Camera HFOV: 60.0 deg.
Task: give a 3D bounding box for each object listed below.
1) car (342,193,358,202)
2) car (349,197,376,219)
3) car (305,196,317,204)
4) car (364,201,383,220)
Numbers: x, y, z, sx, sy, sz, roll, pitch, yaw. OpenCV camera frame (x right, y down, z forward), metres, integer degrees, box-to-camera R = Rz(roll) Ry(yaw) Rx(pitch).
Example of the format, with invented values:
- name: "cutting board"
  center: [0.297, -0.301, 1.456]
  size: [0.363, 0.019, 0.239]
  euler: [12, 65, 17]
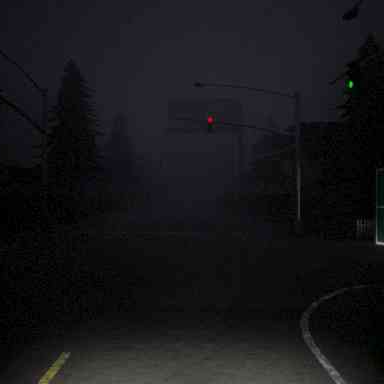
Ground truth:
- name: "car"
  center: [34.936, 1.489, 71.829]
  size: [2.007, 1.523, 4.514]
  euler: [0, 0, 0]
- name: "car"
  center: [14.378, 1.504, 24.979]
  size: [3.866, 1.878, 1.905]
  euler: [0, 0, 0]
- name: "car"
  center: [22.529, 1.552, 64.042]
  size: [1.970, 1.475, 3.806]
  euler: [0, 0, 0]
- name: "car"
  center: [18.707, 1.672, 30.647]
  size: [4.611, 1.667, 2.242]
  euler: [0, 0, 0]
